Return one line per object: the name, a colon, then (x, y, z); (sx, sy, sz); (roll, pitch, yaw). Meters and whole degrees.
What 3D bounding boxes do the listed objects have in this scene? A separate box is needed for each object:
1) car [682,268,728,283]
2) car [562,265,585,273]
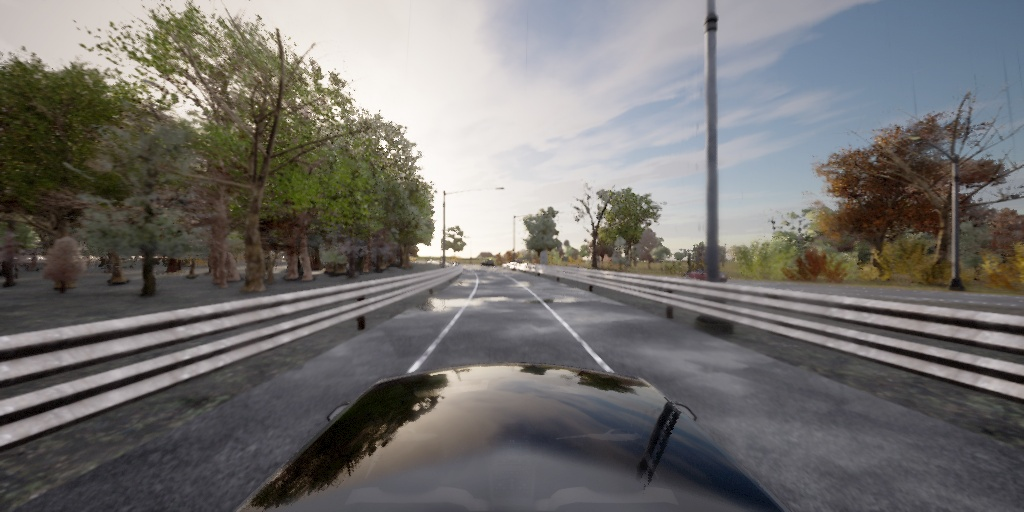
car: (19.708, 1.950, 36.723); (1.994, 1.385, 4.181); (0, 0, -24)
car: (9.748, 2.091, 58.606); (1.895, 1.301, 4.718); (0, 0, -24)
